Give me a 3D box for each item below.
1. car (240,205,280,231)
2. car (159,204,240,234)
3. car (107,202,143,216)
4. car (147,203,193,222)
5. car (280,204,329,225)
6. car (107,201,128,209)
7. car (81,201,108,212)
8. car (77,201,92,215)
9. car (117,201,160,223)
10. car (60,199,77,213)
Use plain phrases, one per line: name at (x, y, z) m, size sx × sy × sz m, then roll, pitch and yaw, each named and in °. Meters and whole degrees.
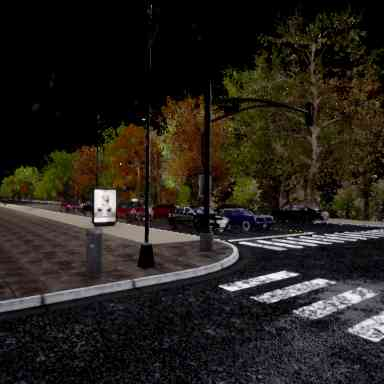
car at (3.116, 1.732, 21.764) m, size 1.895 × 1.301 × 4.718 m, roll 1°, pitch -1°, yaw -35°
car at (0.293, 1.582, 20.113) m, size 2.128 × 1.511 × 4.902 m, roll 1°, pitch -1°, yaw -34°
car at (-7.560, 1.871, 37.215) m, size 2.033 × 1.411 × 5.357 m, roll 1°, pitch -1°, yaw -34°
car at (-2.036, 1.750, 29.220) m, size 1.812 × 1.442 × 4.674 m, roll 1°, pitch -1°, yaw -35°
car at (8.267, 1.719, 26.098) m, size 2.128 × 1.511 × 4.902 m, roll 1°, pitch -1°, yaw -35°
car at (-12.568, 2.167, 56.228) m, size 1.994 × 1.385 × 4.181 m, roll 1°, pitch -1°, yaw -35°
car at (-13.556, 1.980, 45.955) m, size 2.033 × 1.411 × 5.357 m, roll 1°, pitch -1°, yaw -34°
car at (-10.126, 1.770, 35.218) m, size 2.128 × 1.511 × 4.902 m, roll 1°, pitch -1°, yaw -35°
car at (-4.923, 1.537, 27.686) m, size 2.097 × 1.767 × 4.553 m, roll 1°, pitch -1°, yaw -35°
car at (-15.726, 1.732, 43.375) m, size 2.097 × 1.767 × 4.553 m, roll 1°, pitch -1°, yaw -34°
